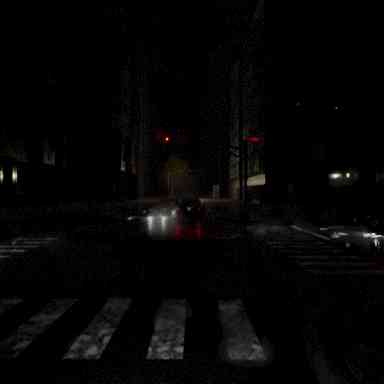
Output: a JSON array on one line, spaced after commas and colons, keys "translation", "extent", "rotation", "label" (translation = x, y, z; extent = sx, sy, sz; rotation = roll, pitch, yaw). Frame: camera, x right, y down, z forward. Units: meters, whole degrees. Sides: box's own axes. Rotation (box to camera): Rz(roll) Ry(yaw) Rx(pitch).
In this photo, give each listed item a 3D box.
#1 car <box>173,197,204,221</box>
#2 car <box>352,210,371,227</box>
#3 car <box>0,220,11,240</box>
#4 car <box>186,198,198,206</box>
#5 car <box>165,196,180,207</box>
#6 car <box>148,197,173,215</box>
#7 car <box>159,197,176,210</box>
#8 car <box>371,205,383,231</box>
[{"translation": [-0.086, 1.349, 27.468], "extent": [2.097, 1.767, 4.553], "rotation": [0, 0, 4], "label": "car"}, {"translation": [12.599, 1.495, 20.706], "extent": [4.902, 1.511, 2.128], "rotation": [0, 0, 0], "label": "car"}, {"translation": [-10.546, 1.470, 14.356], "extent": [5.008, 1.535, 1.882], "rotation": [0, 0, -4], "label": "car"}, {"translation": [0.022, 1.597, 54.099], "extent": [1.895, 1.301, 4.718], "rotation": [0, 0, 0], "label": "car"}, {"translation": [-3.076, 1.488, 53.514], "extent": [2.128, 1.511, 4.902], "rotation": [0, 0, 0], "label": "car"}, {"translation": [-3.099, 1.545, 33.548], "extent": [2.033, 1.411, 5.357], "rotation": [0, 0, 4], "label": "car"}, {"translation": [-3.114, 1.474, 43.352], "extent": [1.882, 1.535, 5.008], "rotation": [0, 0, 0], "label": "car"}, {"translation": [12.163, 1.573, 17.457], "extent": [4.181, 1.385, 1.994], "rotation": [0, 0, 0], "label": "car"}]
